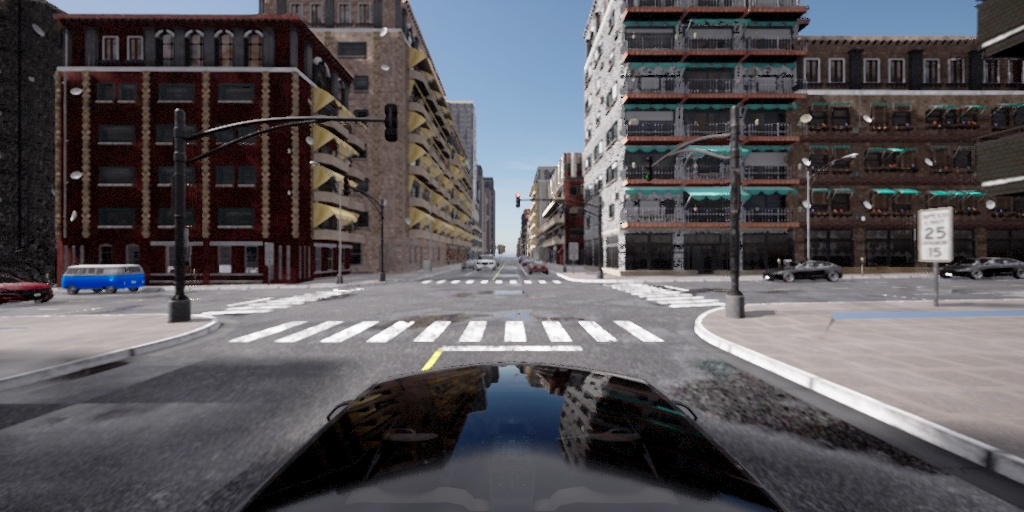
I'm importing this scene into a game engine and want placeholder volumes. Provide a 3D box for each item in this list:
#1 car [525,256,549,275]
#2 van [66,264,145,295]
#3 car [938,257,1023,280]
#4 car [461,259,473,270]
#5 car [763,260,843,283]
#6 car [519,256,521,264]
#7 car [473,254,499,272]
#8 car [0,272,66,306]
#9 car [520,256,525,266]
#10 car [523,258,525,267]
[{"bbox_3d":[2.656,1.067,36.994,1.967,1.591,4.097,0,0,0],"label":"car"},{"bbox_3d":[-25.388,1.427,22.323,3.998,1.789,1.690,0,0,0],"label":"van"},{"bbox_3d":[29.575,0.753,22.507,4.313,1.339,1.948,0,0,0],"label":"car"},{"bbox_3d":[-5.736,1.141,48.055,2.007,1.370,4.403,0,0,0],"label":"car"},{"bbox_3d":[18.249,0.936,22.569,4.313,1.339,1.948,0,0,0],"label":"car"},{"bbox_3d":[2.629,1.119,64.665,1.802,1.307,4.207,0,0,0],"label":"car"},{"bbox_3d":[-3.130,0.825,44.074,2.150,2.045,5.566,0,0,0],"label":"car"},{"bbox_3d":[-24.363,1.552,16.503,5.008,1.535,1.882,-1,0,0],"label":"car"},{"bbox_3d":[2.635,1.136,59.131,1.802,1.307,4.207,0,0,0],"label":"car"},{"bbox_3d":[2.651,1.159,42.528,2.007,1.370,4.403,0,0,0],"label":"car"}]
